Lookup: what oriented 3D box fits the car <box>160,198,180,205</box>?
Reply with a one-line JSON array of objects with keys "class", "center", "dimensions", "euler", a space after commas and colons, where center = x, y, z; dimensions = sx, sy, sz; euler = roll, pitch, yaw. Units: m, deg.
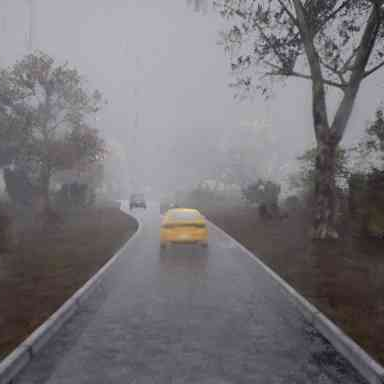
[{"class": "car", "center": [-2.309, 1.374, 35.034], "dimensions": [2.097, 1.767, 4.553], "euler": [0, 0, -7]}]

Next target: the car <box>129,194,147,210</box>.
[{"class": "car", "center": [-7.199, 1.379, 44.463], "dimensions": [2.097, 1.767, 4.553], "euler": [0, 0, -11]}]

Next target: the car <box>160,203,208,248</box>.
[{"class": "car", "center": [-0.410, 1.486, 14.911], "dimensions": [1.882, 1.535, 5.008], "euler": [0, 0, -3]}]

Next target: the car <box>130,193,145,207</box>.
[{"class": "car", "center": [-8.647, 1.253, 52.307], "dimensions": [2.150, 2.045, 5.566], "euler": [0, 0, -12]}]
